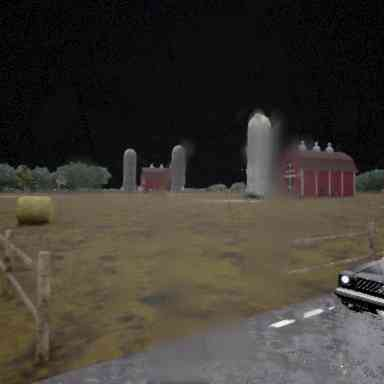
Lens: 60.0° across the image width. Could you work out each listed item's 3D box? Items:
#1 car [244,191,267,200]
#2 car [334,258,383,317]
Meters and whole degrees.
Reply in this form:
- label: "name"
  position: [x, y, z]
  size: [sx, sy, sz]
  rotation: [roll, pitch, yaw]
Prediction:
- label: "car"
  position: [13.881, 0.772, 73.060]
  size: [2.150, 2.045, 5.566]
  rotation: [2, 0, -35]
- label: "car"
  position: [4.872, 1.641, 6.542]
  size: [4.718, 1.301, 1.895]
  rotation: [0, 0, -35]
